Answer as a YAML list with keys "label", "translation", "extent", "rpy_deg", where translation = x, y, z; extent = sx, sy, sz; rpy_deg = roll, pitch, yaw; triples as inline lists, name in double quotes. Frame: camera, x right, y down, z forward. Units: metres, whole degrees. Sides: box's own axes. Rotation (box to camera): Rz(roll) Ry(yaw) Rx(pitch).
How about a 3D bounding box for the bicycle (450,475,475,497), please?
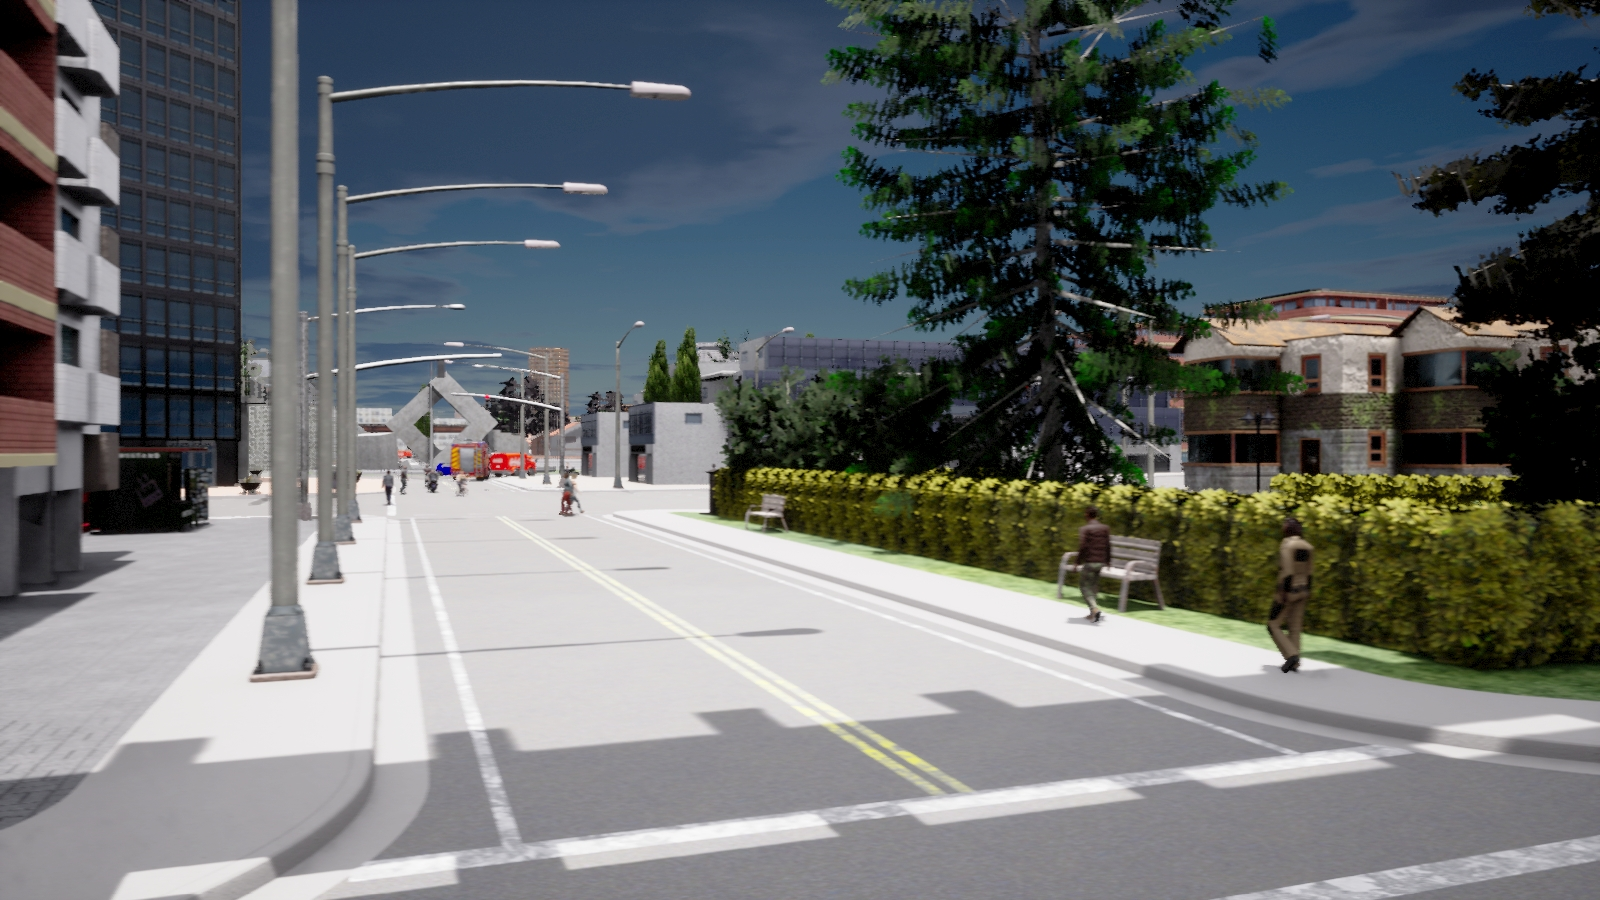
- label: "bicycle"
  translation: [-20.379, 2.166, 68.901]
  extent: [0.859, 1.301, 1.487]
  rpy_deg: [2, -1, -42]

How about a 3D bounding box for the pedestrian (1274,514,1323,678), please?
- label: "pedestrian"
  translation: [5.849, 1.696, 13.405]
  extent: [0.375, 1.860, 0.375]
  rpy_deg: [0, 0, -23]

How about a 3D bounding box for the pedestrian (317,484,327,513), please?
- label: "pedestrian"
  translation: [-21.587, 2.176, 51.586]
  extent: [0.375, 1.300, 0.375]
  rpy_deg: [0, 0, -20]

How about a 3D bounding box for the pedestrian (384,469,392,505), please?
- label: "pedestrian"
  translation: [-21.002, 1.887, 58.290]
  extent: [0.375, 1.860, 0.375]
  rpy_deg: [0, 0, -22]

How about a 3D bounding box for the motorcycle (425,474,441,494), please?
- label: "motorcycle"
  translation: [-24.007, 2.205, 74.679]
  extent: [0.867, 1.254, 2.209]
  rpy_deg: [0, 0, -21]

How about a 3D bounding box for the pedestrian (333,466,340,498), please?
- label: "pedestrian"
  translation: [-27.567, 1.889, 67.953]
  extent: [0.375, 1.860, 0.375]
  rpy_deg: [0, 0, -20]

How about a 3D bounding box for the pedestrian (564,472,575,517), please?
- label: "pedestrian"
  translation: [-9.651, 1.848, 47.803]
  extent: [0.375, 1.860, 0.375]
  rpy_deg: [0, 0, -21]

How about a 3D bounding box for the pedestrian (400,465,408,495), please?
- label: "pedestrian"
  translation: [-24.836, 1.873, 71.625]
  extent: [0.375, 1.860, 0.375]
  rpy_deg: [0, 0, -29]

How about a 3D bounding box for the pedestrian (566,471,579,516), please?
- label: "pedestrian"
  translation: [-9.678, 1.848, 48.605]
  extent: [0.375, 1.860, 0.375]
  rpy_deg: [0, 0, -44]

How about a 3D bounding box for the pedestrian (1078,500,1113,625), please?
- label: "pedestrian"
  translation: [4.494, 1.697, 17.387]
  extent: [0.375, 1.860, 0.375]
  rpy_deg: [0, 0, -21]
